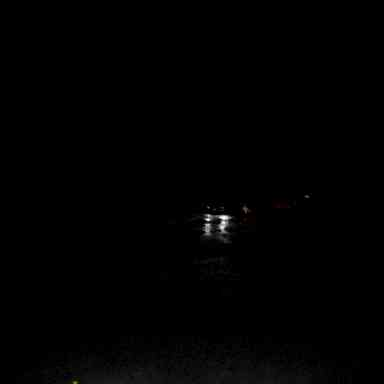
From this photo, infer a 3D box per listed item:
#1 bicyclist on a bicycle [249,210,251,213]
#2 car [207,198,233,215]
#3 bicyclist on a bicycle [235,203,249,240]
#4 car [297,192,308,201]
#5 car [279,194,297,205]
[{"bbox_3d":[3.328,1.486,21.095,0.866,1.612,1.509,1,0,12],"label":"bicyclist on a bicycle"},{"bbox_3d":[2.910,1.427,33.741,1.837,1.490,4.892,1,1,19],"label":"car"},{"bbox_3d":[2.323,1.506,15.944,0.582,1.620,1.656,1,0,9],"label":"bicyclist on a bicycle"},{"bbox_3d":[22.739,1.173,70.474,1.837,1.490,4.892,2,1,25],"label":"car"},{"bbox_3d":[15.741,1.314,55.295,1.882,1.535,5.008,2,1,25],"label":"car"}]
